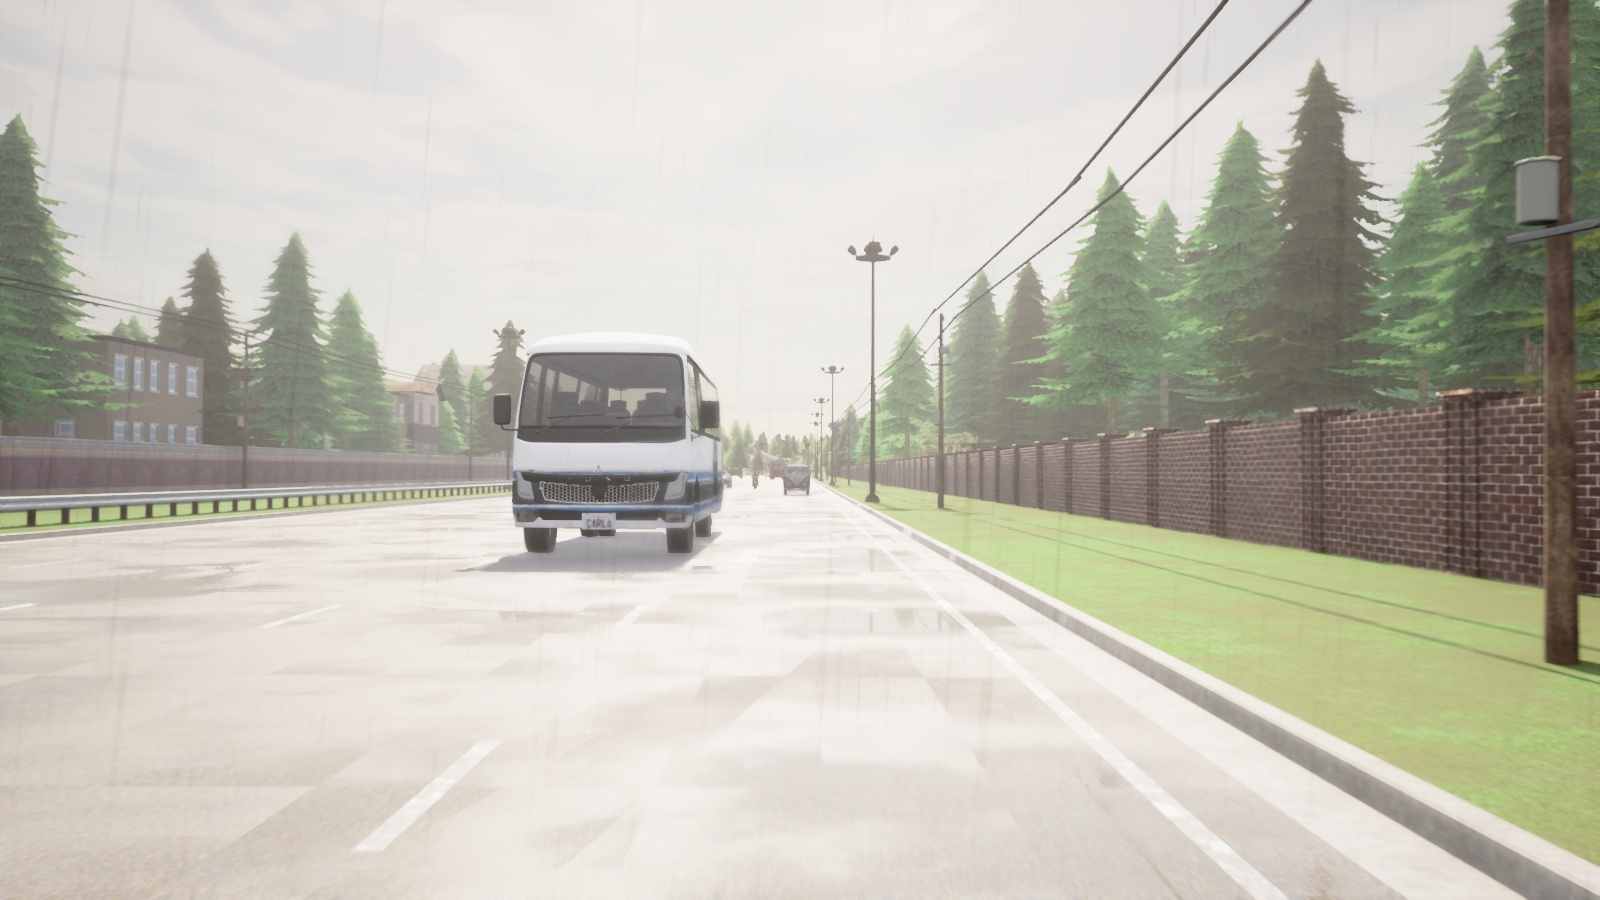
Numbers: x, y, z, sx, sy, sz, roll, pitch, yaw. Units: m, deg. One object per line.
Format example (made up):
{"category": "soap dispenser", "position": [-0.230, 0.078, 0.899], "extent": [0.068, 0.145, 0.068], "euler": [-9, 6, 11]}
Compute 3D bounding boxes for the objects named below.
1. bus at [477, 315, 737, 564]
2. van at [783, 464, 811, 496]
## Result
{"category": "bus", "position": [-3.569, -0.101, 26.667], "extent": [3.944, 4.253, 10.273], "euler": [0, -1, 0]}
{"category": "van", "position": [-0.197, 1.938, 81.828], "extent": [1.775, 1.987, 4.442], "euler": [0, -1, 0]}
